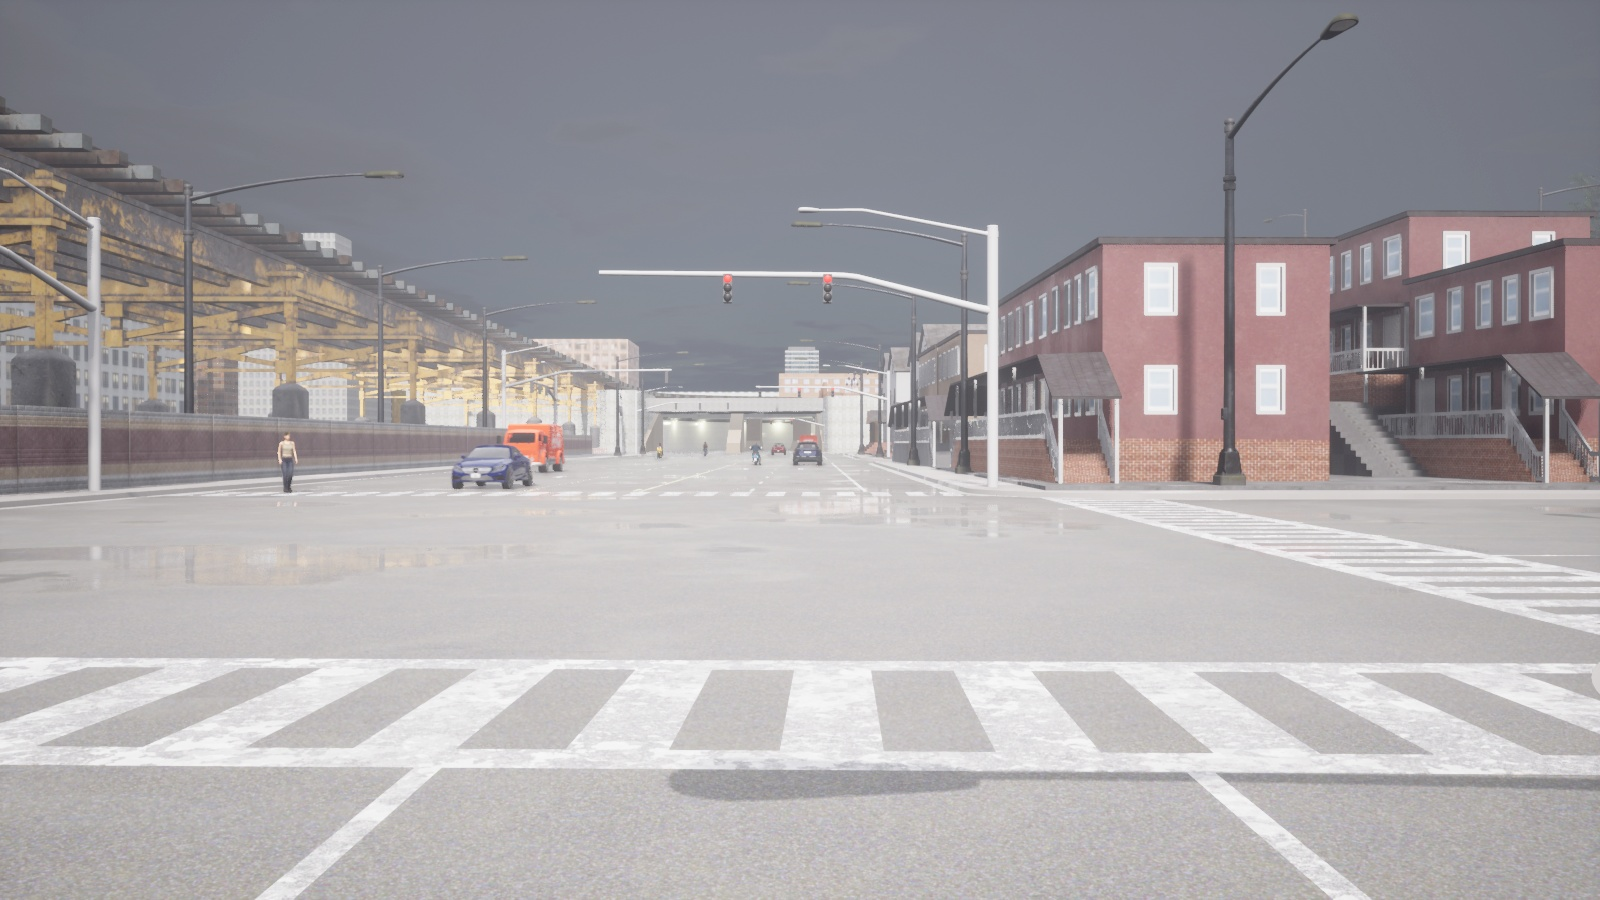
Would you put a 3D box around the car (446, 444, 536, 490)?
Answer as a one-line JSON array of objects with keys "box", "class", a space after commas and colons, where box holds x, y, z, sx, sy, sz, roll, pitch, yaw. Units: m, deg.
[{"box": [-10.217, 0.527, 41.899, 1.812, 1.442, 4.674, 0, 0, 1], "class": "car"}]

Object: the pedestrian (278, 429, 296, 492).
[{"box": [-15.230, 0.309, 37.305, 0.345, 1.836, 0.594, 0, 0, -37], "class": "pedestrian"}]

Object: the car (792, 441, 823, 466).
[{"box": [0.515, 0.201, 84.301, 2.033, 1.649, 4.856, 0, 0, 0], "class": "car"}]

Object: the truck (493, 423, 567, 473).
[{"box": [-13.611, -0.110, 63.609, 2.627, 2.467, 5.204, 0, 0, 0], "class": "truck"}]
